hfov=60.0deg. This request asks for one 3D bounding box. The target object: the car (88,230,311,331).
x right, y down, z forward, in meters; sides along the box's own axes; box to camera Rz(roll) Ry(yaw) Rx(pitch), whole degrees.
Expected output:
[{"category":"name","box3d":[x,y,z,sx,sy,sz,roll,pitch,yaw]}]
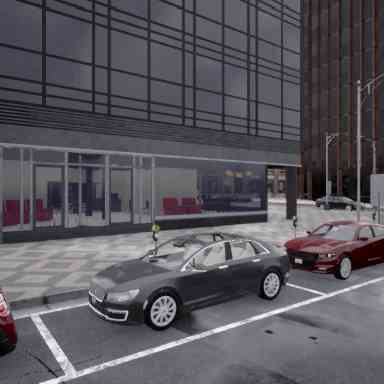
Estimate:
[{"category":"car","box3d":[0.155,1.551,6.767,4.403,1.369,2.008,0,0,-36]}]

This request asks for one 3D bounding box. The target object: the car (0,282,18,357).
[{"category":"car","box3d":[-4.284,1.440,3.593,4.097,1.590,1.967,0,0,-36]}]

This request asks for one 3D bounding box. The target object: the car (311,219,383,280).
[{"category":"car","box3d":[4.594,1.545,9.940,4.507,1.381,1.887,0,0,-36]}]

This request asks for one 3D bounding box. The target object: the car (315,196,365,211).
[{"category":"car","box3d":[15.012,1.160,33.833,1.837,1.490,4.892,0,1,-36]}]
